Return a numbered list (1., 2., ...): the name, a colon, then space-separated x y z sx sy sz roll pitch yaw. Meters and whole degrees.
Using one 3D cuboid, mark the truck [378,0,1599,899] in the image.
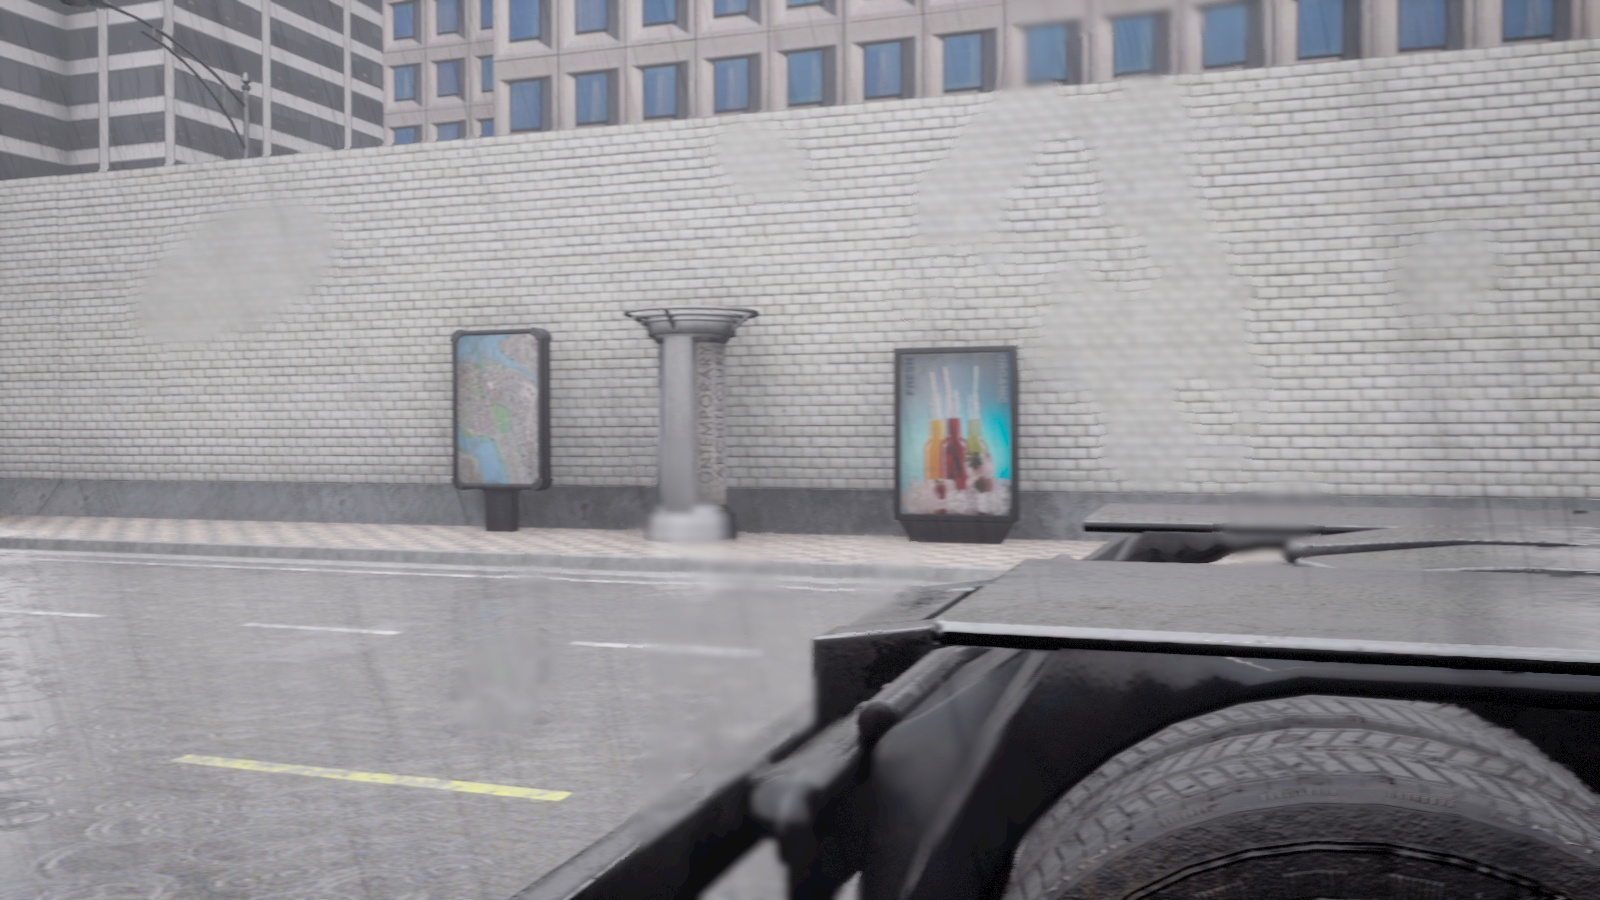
1. truck: 3.597 -0.173 1.968 7.936 3.462 2.891 1 1 19
